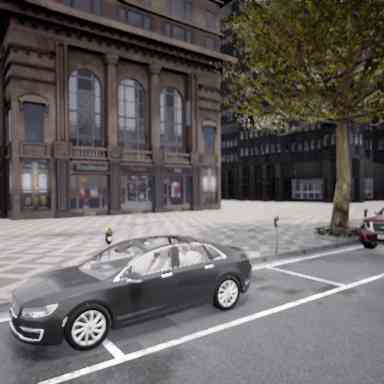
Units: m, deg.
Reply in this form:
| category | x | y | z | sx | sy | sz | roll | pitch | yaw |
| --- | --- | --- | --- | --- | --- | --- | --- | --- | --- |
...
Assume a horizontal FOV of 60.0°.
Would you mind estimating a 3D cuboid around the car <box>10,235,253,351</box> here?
| category | x | y | z | sx | sy | sz | roll | pitch | yaw |
| --- | --- | --- | --- | --- | --- | --- | --- | --- | --- |
| car | -0.822 | 1.524 | 6.063 | 4.403 | 1.369 | 2.008 | -1 | 0 | -35 |

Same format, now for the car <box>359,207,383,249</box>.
| category | x | y | z | sx | sy | sz | roll | pitch | yaw |
| --- | --- | --- | --- | --- | --- | --- | --- | --- | --- |
| car | 8.421 | 1.178 | 12.653 | 5.009 | 1.841 | 2.192 | -1 | 0 | -35 |
